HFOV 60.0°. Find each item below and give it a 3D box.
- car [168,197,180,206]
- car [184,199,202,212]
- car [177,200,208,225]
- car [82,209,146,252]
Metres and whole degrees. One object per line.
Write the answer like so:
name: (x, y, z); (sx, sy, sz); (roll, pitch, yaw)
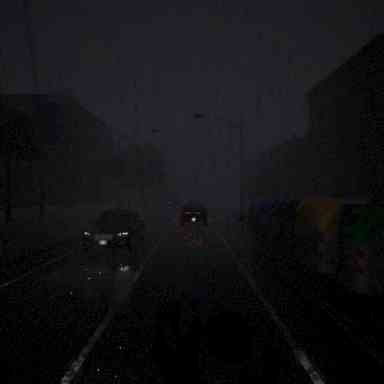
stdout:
car: (-3.024, 1.681, 56.913); (1.837, 1.490, 4.892); (0, 0, 1)
car: (0.122, 1.653, 41.816); (2.033, 1.411, 5.357); (0, 0, 0)
car: (0.115, 1.535, 24.044); (1.837, 1.490, 4.892); (0, 0, 0)
car: (-3.090, 1.488, 13.980); (2.128, 1.511, 4.902); (0, 0, 0)
